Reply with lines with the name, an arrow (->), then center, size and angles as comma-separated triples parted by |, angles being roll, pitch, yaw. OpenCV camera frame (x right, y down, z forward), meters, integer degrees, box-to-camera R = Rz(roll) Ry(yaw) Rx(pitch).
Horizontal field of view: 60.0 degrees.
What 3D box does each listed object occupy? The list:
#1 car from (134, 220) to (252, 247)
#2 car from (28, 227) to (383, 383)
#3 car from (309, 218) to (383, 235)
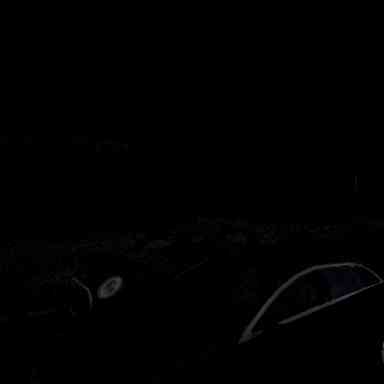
car -> -0.294, 1.419, 6.534 | 4.097, 1.590, 1.967 | 0, 1, -35
car -> 0.781, 1.474, 3.927 | 4.902, 1.511, 2.128 | 0, 0, -35
car -> 4.294, 1.487, 9.789 | 4.507, 1.381, 1.887 | 0, 1, -35
